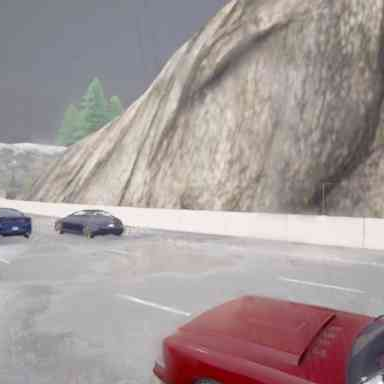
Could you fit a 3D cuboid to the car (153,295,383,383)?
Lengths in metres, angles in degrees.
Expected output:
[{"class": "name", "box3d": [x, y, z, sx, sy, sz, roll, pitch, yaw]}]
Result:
[{"class": "car", "box3d": [1.959, 1.609, 2.655, 4.718, 1.301, 1.895, 0, 0, 36]}]

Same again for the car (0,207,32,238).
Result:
[{"class": "car", "box3d": [-9.794, 1.494, 16.597, 5.008, 1.535, 1.882, 0, 0, 42]}]

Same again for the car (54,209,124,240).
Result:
[{"class": "car", "box3d": [-5.438, 1.588, 17.444, 4.181, 1.385, 1.994, 0, 0, 41]}]
